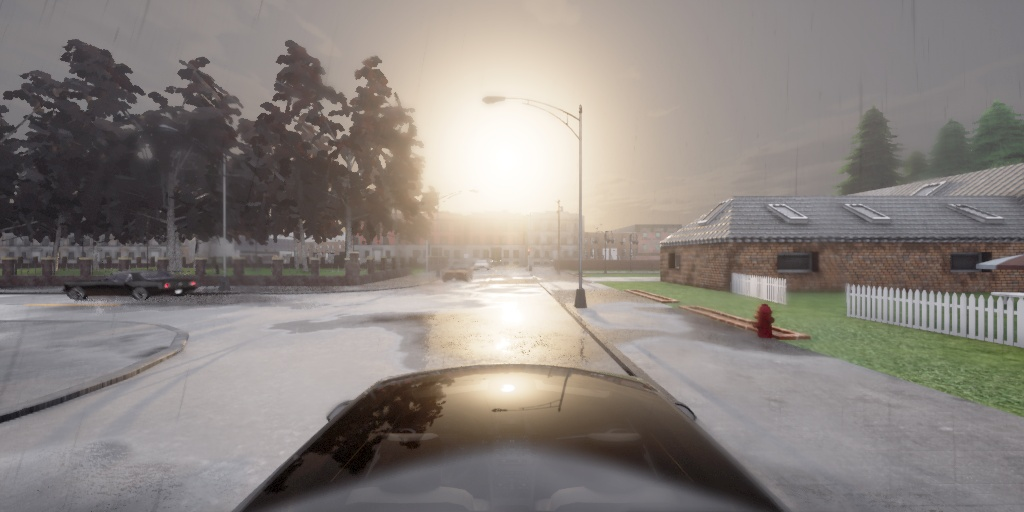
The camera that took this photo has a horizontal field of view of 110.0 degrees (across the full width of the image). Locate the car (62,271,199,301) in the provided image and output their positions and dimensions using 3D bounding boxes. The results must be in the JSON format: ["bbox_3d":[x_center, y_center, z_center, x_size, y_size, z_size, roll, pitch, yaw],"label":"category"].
[{"bbox_3d":[-17.517,1.351,16.551,4.718,1.301,1.895,0,0,2],"label":"car"}]

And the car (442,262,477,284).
[{"bbox_3d":[-4.103,1.351,27.596,1.895,1.301,4.718,0,0,0],"label":"car"}]

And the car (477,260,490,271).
[{"bbox_3d":[-4.056,1.275,48.690,1.812,1.442,4.674,0,0,0],"label":"car"}]
